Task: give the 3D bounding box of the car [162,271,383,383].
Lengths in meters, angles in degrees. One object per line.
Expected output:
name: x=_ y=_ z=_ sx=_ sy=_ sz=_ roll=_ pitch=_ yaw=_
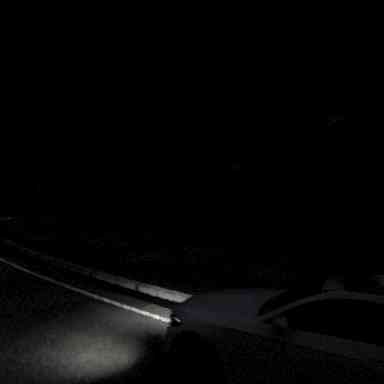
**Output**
car: x=1.820 y=1.649 z=3.663 sx=4.674 sy=1.442 sz=1.812 roll=0 pitch=-1 yaw=34
